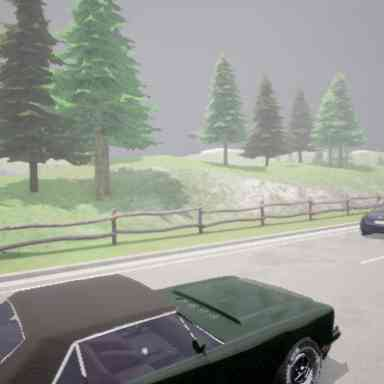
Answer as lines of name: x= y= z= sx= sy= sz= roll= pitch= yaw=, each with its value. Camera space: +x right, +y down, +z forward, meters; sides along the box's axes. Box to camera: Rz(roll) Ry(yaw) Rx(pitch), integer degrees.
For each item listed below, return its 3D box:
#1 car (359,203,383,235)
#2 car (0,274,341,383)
car: x=9.060 y=1.116 z=14.294 sx=4.181 sy=1.385 sz=1.994 roll=-2 pitch=1 yaw=-35
car: x=-0.622 y=1.563 z=3.288 sx=4.718 sy=1.301 sz=1.895 roll=-2 pitch=1 yaw=-35
